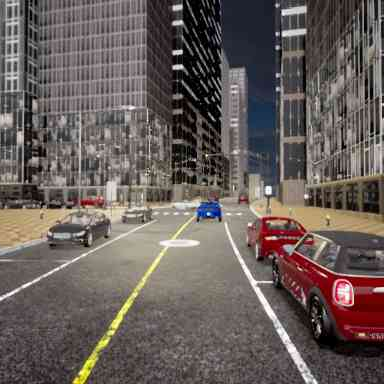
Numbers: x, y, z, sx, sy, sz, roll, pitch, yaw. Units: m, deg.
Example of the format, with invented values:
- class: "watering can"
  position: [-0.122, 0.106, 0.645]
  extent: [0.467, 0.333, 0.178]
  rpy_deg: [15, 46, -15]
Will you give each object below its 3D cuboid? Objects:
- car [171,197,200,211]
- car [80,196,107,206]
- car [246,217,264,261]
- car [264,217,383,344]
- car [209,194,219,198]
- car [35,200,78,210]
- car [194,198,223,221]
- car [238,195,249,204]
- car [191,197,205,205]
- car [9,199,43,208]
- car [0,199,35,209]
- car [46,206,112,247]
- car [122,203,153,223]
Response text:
- class: "car"
  position: [-0.659, 1.635, 40.643]
  extent: [1.895, 1.301, 4.718]
  rpy_deg: [0, -1, -35]
- class: "car"
  position: [-15.147, 1.530, 49.631]
  extent: [5.009, 1.841, 2.192]
  rpy_deg: [0, -1, 13]
- class: "car"
  position: [3.007, 1.546, 11.998]
  extent: [1.887, 1.381, 4.507]
  rpy_deg: [1, 0, 3]
- class: "car"
  position: [2.815, 1.441, 6.358]
  extent: [1.967, 1.590, 4.097]
  rpy_deg: [1, 0, 2]
- class: "car"
  position: [5.157, 1.484, 78.798]
  extent: [2.192, 1.841, 5.009]
  rpy_deg: [1, 0, 14]
- class: "car"
  position: [-16.958, 1.633, 41.959]
  extent: [4.313, 1.339, 1.947]
  rpy_deg: [0, -1, 13]
- class: "car"
  position: [1.472, 1.491, 27.077]
  extent: [1.882, 1.535, 5.008]
  rpy_deg: [0, 0, 5]
- class: "car"
  position: [10.079, 1.405, 65.113]
  extent: [2.192, 1.841, 5.009]
  rpy_deg: [1, 0, 13]
- class: "car"
  position: [1.162, 1.635, 62.559]
  extent: [1.752, 1.417, 4.829]
  rpy_deg: [1, 0, 12]
- class: "car"
  position: [-26.033, 1.828, 52.209]
  extent: [4.403, 1.369, 2.008]
  rpy_deg: [0, -1, 13]
- class: "car"
  position: [-22.399, 1.649, 43.249]
  extent: [4.403, 1.369, 2.008]
  rpy_deg: [0, -1, 13]
- class: "car"
  position: [-4.880, 1.560, 14.906]
  extent: [2.008, 1.369, 4.403]
  rpy_deg: [1, 0, 3]
- class: "car"
  position: [-4.129, 1.571, 25.696]
  extent: [2.008, 1.369, 4.403]
  rpy_deg: [1, 0, 5]
